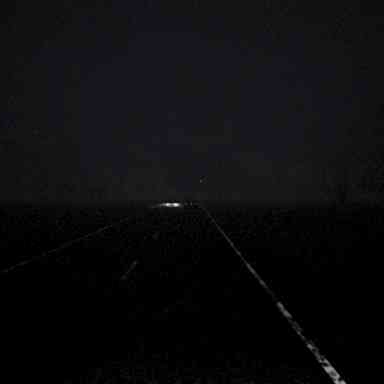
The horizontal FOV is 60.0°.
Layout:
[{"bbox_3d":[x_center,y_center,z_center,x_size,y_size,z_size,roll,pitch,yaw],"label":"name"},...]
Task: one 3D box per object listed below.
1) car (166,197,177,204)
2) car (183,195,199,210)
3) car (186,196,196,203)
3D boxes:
[{"bbox_3d":[-3.789,1.509,62.741,1.895,1.301,4.718,0,0,0],"label":"car"},{"bbox_3d":[-0.082,1.484,42.871,2.033,1.411,5.357,0,0,0],"label":"car"},{"bbox_3d":[-0.188,1.465,65.558,1.994,1.385,4.181,0,0,0],"label":"car"}]
